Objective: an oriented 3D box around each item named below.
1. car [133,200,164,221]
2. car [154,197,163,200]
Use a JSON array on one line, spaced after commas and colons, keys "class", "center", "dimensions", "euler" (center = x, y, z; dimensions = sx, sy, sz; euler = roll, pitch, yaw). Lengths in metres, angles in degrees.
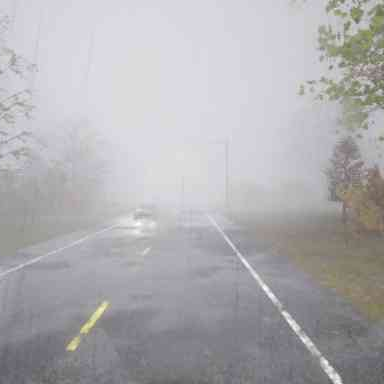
[{"class": "car", "center": [-3.688, 1.648, 28.252], "dimensions": [2.033, 1.411, 5.357], "euler": [0, 0, 0]}, {"class": "car", "center": [-7.013, 1.732, 70.092], "dimensions": [1.994, 1.385, 4.181], "euler": [0, 0, -6]}]
